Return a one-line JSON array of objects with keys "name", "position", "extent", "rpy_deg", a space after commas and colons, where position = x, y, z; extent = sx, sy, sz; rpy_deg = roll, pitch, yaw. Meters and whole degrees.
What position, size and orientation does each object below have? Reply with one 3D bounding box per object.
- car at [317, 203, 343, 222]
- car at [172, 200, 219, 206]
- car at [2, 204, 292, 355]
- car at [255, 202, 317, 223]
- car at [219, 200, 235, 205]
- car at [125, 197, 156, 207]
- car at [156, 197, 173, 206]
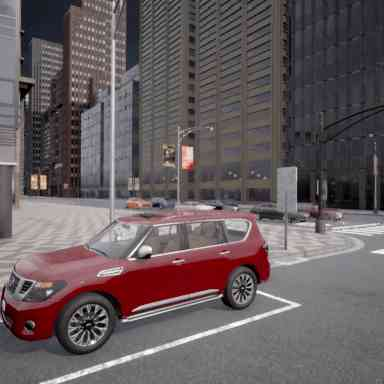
[{"name": "car", "position": [9.716, 1.570, 26.767], "extent": [1.812, 1.442, 4.674], "rpy_deg": [0, -1, -37]}, {"name": "car", "position": [0.308, 1.665, 34.219], "extent": [1.895, 1.301, 4.718], "rpy_deg": [1, -1, -36]}, {"name": "car", "position": [-0.672, 1.315, 6.290], "extent": [5.009, 1.841, 2.192], "rpy_deg": [0, 0, -36]}, {"name": "car", "position": [6.660, 1.528, 25.399], "extent": [1.837, 1.490, 4.892], "rpy_deg": [1, -1, -36]}, {"name": "car", "position": [3.082, 1.580, 35.927], "extent": [2.128, 1.511, 4.902], "rpy_deg": [1, -1, -36]}, {"name": "car", "position": [-7.138, 1.467, 44.583], "extent": [2.097, 1.767, 4.553], "rpy_deg": [1, -1, -36]}, {"name": "car", "position": [-4.073, 1.487, 45.883], "extent": [2.097, 1.767, 4.553], "rpy_deg": [1, 0, -35]}]
